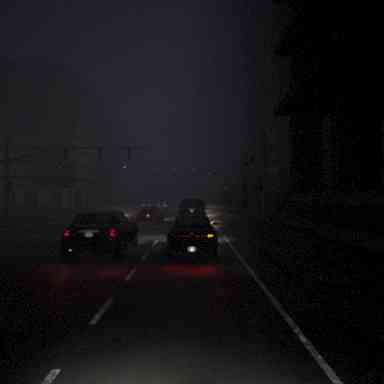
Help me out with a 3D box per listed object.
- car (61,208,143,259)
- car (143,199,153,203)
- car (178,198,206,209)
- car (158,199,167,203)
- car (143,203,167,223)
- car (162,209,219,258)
[{"bbox_3d":[-3.482,1.498,13.408,2.097,1.767,4.553,0,-1,0],"label":"car"},{"bbox_3d":[-10.613,2.417,80.788,2.033,1.411,5.357,0,-1,1],"label":"car"},{"bbox_3d":[-0.002,1.530,27.605,2.150,2.045,5.566,0,0,0],"label":"car"},{"bbox_3d":[-7.113,2.377,80.745,1.837,1.490,4.892,0,-1,1],"label":"car"},{"bbox_3d":[-3.506,1.884,28.520,1.994,1.385,4.181,0,-1,1],"label":"car"},{"bbox_3d":[0.018,1.655,13.490,1.837,1.490,4.892,0,0,0],"label":"car"}]
